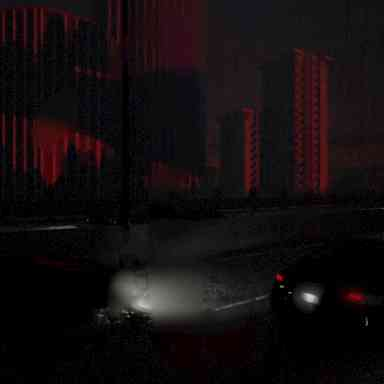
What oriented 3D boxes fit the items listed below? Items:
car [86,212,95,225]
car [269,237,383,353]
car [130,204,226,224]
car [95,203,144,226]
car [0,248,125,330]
[{"bbox_3d":[-4.568,1.495,22.223,4.892,1.490,1.837,0,0,-35],"label":"car"},{"bbox_3d":[3.403,1.560,6.164,4.181,1.385,1.994,0,0,-36],"label":"car"},{"bbox_3d":[-0.429,1.497,16.577,4.892,1.490,1.837,0,0,-35],"label":"car"},{"bbox_3d":[-2.702,1.469,19.255,5.008,1.535,1.882,0,0,-35],"label":"car"},{"bbox_3d":[-3.860,1.546,5.287,5.357,1.411,2.033,0,0,-35],"label":"car"}]
